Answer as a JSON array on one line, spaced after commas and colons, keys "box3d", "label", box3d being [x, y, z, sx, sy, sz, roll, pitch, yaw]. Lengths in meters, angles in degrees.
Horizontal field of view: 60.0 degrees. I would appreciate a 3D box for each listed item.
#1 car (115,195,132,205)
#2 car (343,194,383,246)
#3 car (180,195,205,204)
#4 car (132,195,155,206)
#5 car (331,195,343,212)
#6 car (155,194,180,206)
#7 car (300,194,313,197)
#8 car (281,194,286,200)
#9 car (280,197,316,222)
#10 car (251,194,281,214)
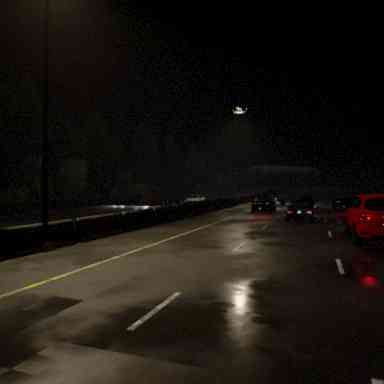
[{"box3d": [-9.420, 1.191, 48.160, 1.994, 1.385, 4.181, 0, 1, 20], "label": "car"}, {"box3d": [7.977, 1.082, 14.250, 2.150, 2.045, 5.566, 0, 1, 20], "label": "car"}, {"box3d": [0.422, 1.081, 44.503, 1.812, 1.442, 4.674, 0, 1, 20], "label": "car"}, {"box3d": [-6.142, 1.114, 46.936, 1.812, 1.442, 4.674, 0, 1, 20], "label": "car"}, {"box3d": [14.668, 1.073, 32.297, 2.128, 1.511, 4.902, 0, 1, 20], "label": "car"}, {"box3d": [-2.857, 1.099, 45.726, 1.837, 1.490, 4.892, 0, 1, 20], "label": "car"}, {"box3d": [13.256, 1.000, 38.560, 1.837, 1.490, 4.892, 0, 0, 20], "label": "car"}, {"box3d": [10.558, 0.983, 41.348, 1.837, 1.490, 4.892, 0, 1, 20], "label": "car"}, {"box3d": [7.834, 1.311, 23.931, 2.033, 1.411, 5.357, 0, 1, 20], "label": "car"}, {"box3d": [6.788, 1.173, 31.182, 2.128, 1.511, 4.902, 0, 1, 20], "label": "car"}]
